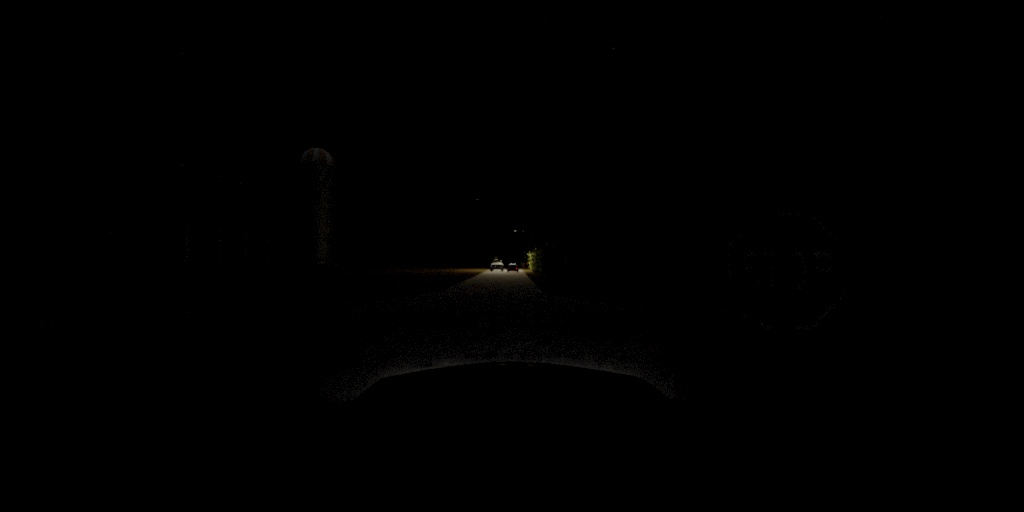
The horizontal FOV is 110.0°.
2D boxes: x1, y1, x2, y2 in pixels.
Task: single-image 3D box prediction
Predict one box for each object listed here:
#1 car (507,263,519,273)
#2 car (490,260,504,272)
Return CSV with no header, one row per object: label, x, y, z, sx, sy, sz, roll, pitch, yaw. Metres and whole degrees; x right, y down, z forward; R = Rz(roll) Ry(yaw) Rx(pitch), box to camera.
car,0.120,2.021,58.885,1.895,1.301,4.718,0,-1,0
car,-2.623,1.681,63.422,2.150,2.045,5.566,0,-1,0
